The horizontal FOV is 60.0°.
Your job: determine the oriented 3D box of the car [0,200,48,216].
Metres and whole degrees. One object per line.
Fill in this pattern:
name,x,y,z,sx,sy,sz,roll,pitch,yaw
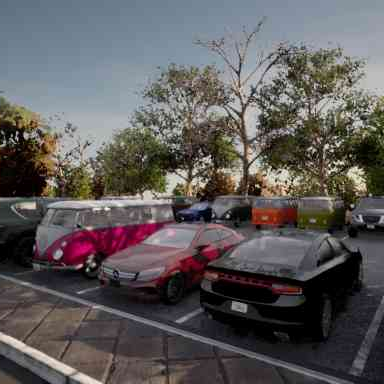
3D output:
car,-19.432,1.789,38.228,2.231,1.521,4.892,-1,-1,36

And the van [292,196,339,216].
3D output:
van,7.549,1.242,19.060,1.878,1.987,4.442,0,0,36

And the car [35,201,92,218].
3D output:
car,-12.776,1.683,33.464,2.097,1.535,5.008,-1,-1,36

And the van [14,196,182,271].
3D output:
van,-2.470,1.234,9.859,1.878,1.987,4.442,0,0,36

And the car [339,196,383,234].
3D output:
car,9.717,1.225,17.329,2.435,2.045,5.566,0,0,36

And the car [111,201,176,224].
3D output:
car,-3.769,1.536,26.793,1.946,1.575,5.366,-1,-1,36

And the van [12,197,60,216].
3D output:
van,-17.110,1.527,36.717,1.878,1.987,4.442,-1,-1,36

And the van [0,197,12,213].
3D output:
van,-26.214,1.696,43.237,1.878,1.987,4.442,-1,-1,36

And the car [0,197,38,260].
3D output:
car,-4.643,1.200,11.593,2.435,2.045,5.566,0,0,36

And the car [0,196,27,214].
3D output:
car,-23.916,1.616,41.481,2.435,2.045,5.566,-1,-1,36

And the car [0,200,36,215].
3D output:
car,-21.786,1.823,39.694,1.946,1.575,5.366,-1,-1,36

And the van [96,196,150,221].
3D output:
van,-5.849,1.349,28.654,1.878,1.987,4.442,-1,-1,36

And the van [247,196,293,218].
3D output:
van,5.398,1.233,20.599,1.878,1.987,4.442,0,0,36

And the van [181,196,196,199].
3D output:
van,-1.482,1.278,25.239,1.878,1.987,4.442,-1,-1,36

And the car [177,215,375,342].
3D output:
car,2.108,1.478,6.718,2.097,1.535,5.008,0,0,36

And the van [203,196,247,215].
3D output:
van,2.902,1.224,22.100,1.878,1.987,4.442,0,0,36

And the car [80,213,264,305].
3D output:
car,-0.144,1.509,8.340,2.002,1.452,4.674,0,0,36

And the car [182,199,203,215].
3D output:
car,0.844,1.468,23.723,2.097,1.535,5.008,-1,-1,36

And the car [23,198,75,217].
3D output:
car,-14.944,1.591,34.983,2.185,1.767,4.553,-1,-1,36
